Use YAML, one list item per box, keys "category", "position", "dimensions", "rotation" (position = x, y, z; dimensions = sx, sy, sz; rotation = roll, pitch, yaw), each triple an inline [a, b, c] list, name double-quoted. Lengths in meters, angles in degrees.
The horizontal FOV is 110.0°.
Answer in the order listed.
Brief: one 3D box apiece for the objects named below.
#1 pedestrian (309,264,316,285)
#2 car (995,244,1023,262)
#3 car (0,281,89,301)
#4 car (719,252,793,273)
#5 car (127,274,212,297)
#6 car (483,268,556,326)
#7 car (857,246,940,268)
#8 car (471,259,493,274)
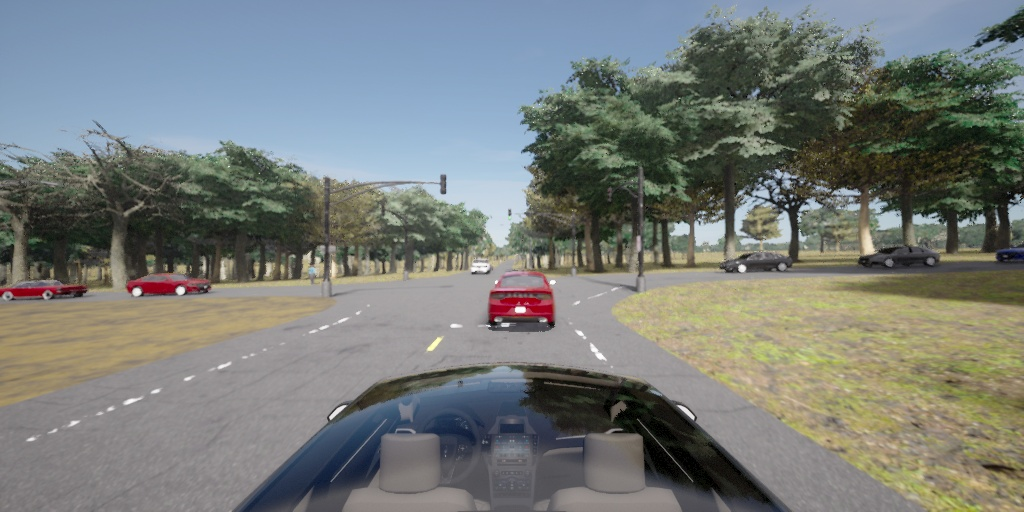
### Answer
- category: "pedestrian"
  position: [-18.061, 1.656, 32.395]
  dimensions: [0.375, 1.860, 0.375]
  rotation: [0, 1, 2]
- category: "car"
  position: [38.817, -0.354, 26.310]
  dimensions: [5.008, 1.535, 1.882]
  rotation: [-2, -1, 2]
- category: "car"
  position: [-33.166, 2.408, 25.405]
  dimensions: [4.718, 1.301, 1.895]
  rotation: [-2, -1, 2]
- category: "car"
  position: [18.333, 0.471, 27.092]
  dimensions: [4.892, 1.490, 1.837]
  rotation: [-2, -1, 2]
- category: "car"
  position: [-23.807, 1.966, 25.023]
  dimensions: [5.008, 1.535, 1.882]
  rotation: [-2, -1, 2]
- category: "car"
  position: [0.407, 1.227, 11.680]
  dimensions: [1.882, 1.535, 5.008]
  rotation: [0, 0, 4]
- category: "car"
  position: [28.684, 0.063, 26.701]
  dimensions: [4.892, 1.490, 1.837]
  rotation: [-2, -1, 2]
- category: "car"
  position: [-4.134, 1.377, 47.896]
  dimensions: [2.150, 2.045, 5.566]
  rotation: [0, -1, 1]
